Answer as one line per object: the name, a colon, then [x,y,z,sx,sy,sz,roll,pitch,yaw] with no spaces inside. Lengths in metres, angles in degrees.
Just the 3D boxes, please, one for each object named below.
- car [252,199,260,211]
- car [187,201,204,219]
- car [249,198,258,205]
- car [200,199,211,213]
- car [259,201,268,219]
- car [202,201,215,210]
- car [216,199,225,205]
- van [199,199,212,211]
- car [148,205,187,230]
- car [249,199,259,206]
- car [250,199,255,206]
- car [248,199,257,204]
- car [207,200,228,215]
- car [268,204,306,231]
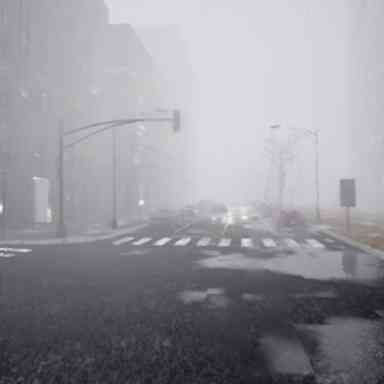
car: [10.405,2.102,49.645,1.802,1.307,4.206,-1,-1,8]
car: [-0.284,1.972,34.433,2.008,1.369,4.403,-1,-1,8]
car: [15.199,2.348,82.492,1.967,1.590,4.097,-1,-1,8]
car: [1.313,1.986,45.383,1.967,1.590,4.097,-1,-1,8]
car: [8.032,1.860,33.392,1.752,1.417,4.829,-1,-1,8]
car: [2.913,2.253,56.329,1.802,1.307,4.206,-1,-1,8]
car: [7.707,2.615,89.175,2.008,1.369,4.403,-1,-1,8]
van: [2.111,1.950,50.859,1.690,1.788,3.998,-1,-1,8]
car: [-1.883,1.850,23.484,2.008,1.369,4.403,-1,-1,8]
car: [14.401,2.392,77.018,2.008,1.369,4.403,-1,-1,8]
car: [12.028,2.173,60.763,1.752,1.417,4.829,-1,-1,8]
car: [15.999,2.526,87.965,2.008,1.369,4.403,-1,-1,8]
car: [3.332,2.027,40.585,1.994,1.385,4.181,-1,-1,8]
car: [6.409,1.755,22.275,1.887,1.381,4.507,-1,-1,8]
